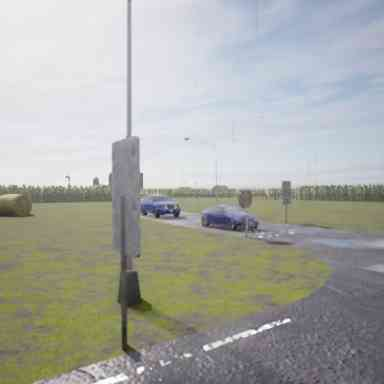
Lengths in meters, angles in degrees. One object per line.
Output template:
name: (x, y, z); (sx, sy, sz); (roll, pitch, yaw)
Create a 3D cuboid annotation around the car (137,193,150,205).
car: (-9.114, 1.282, 62.610); (2.150, 2.045, 5.566); (-1, 0, -6)

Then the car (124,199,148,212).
car: (-6.932, 1.612, 40.798); (2.033, 1.411, 5.357); (-1, 0, -19)

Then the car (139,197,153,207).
car: (-7.341, 1.573, 52.437); (1.812, 1.442, 4.674); (-1, 0, -12)

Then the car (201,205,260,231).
car: (2.251, 1.550, 21.101); (1.812, 1.442, 4.674); (-1, 0, -30)

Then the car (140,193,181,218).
car: (-3.040, 1.271, 31.077); (2.150, 2.045, 5.566); (-1, 0, -27)
